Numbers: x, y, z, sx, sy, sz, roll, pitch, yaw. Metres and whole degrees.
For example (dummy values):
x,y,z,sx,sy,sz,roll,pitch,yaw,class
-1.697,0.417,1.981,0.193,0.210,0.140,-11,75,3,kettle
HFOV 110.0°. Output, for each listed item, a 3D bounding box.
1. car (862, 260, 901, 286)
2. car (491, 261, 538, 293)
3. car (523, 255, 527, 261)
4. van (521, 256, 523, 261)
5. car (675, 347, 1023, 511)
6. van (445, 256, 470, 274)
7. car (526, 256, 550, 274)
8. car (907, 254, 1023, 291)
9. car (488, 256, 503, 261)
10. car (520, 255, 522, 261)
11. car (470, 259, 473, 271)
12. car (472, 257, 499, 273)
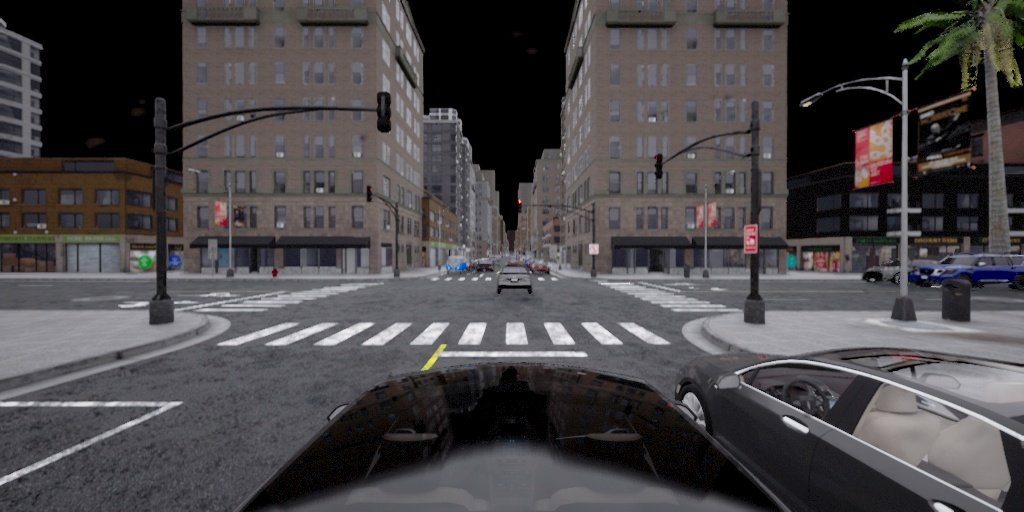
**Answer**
x,y,z,sx,sy,sz,roll,pitch,yaw,class
26.759,1.031,24.402,4.553,1.767,2.097,0,0,0,car
0.145,1.211,20.054,2.033,1.411,5.357,0,0,0,car
2.844,0.970,48.337,1.967,1.591,4.097,0,0,0,car
2.890,0.816,59.675,1.690,1.789,3.998,0,0,0,van
2.668,1.297,2.349,2.007,1.370,4.403,0,0,0,car
-5.727,0.924,37.031,1.690,1.789,3.998,0,0,0,van
2.798,1.023,36.999,1.967,1.591,4.097,0,0,0,car
27.086,0.920,21.155,5.566,2.045,2.150,0,0,0,car
-2.869,1.058,56.000,1.994,1.385,4.181,0,0,1,car
2.914,0.973,65.514,1.751,1.417,4.829,0,0,0,car
-5.704,0.996,42.699,1.967,1.591,4.097,0,0,0,car
-2.951,1.113,40.821,2.033,1.411,5.357,0,0,0,car
